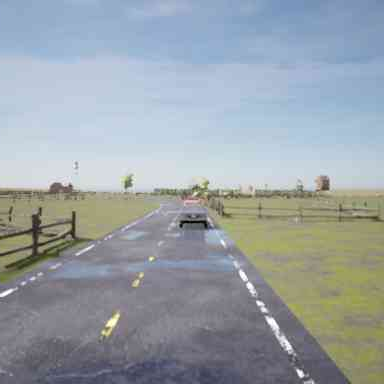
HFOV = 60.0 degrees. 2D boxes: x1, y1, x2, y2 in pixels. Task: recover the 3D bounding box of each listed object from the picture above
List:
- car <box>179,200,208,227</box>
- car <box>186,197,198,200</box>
[{"bbox_3d":[0.098,1.544,22.742,2.033,1.411,5.357,0,0,0],"label":"car"},{"bbox_3d":[-0.021,1.346,41.125,2.097,1.767,4.553,0,0,-1],"label":"car"}]
